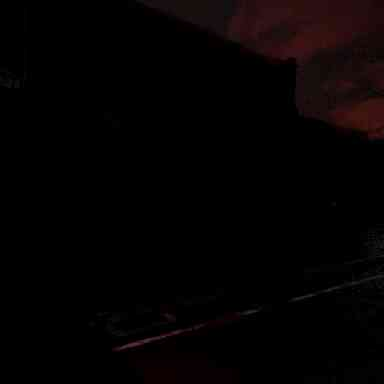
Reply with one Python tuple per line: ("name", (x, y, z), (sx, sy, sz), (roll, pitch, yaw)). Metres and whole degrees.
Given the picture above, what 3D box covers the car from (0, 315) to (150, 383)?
("car", (-2.668, 1.590, 1.784), (4.718, 1.301, 1.895), (1, 0, -35))
